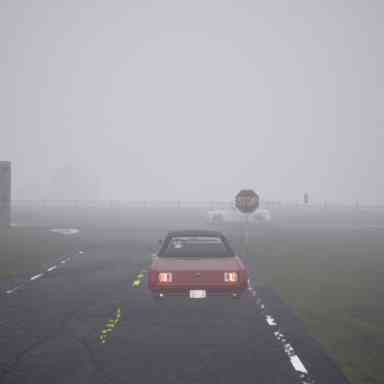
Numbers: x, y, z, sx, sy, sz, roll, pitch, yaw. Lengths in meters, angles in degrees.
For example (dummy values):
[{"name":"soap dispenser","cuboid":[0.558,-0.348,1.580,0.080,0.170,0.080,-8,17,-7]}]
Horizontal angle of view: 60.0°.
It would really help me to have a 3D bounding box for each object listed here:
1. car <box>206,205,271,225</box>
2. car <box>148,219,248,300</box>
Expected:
[{"name":"car","cuboid":[3.343,1.615,24.226,4.674,1.442,1.812,1,-1,0]},{"name":"car","cuboid":[0.074,1.603,8.386,1.895,1.301,4.718,0,0,-1]}]
